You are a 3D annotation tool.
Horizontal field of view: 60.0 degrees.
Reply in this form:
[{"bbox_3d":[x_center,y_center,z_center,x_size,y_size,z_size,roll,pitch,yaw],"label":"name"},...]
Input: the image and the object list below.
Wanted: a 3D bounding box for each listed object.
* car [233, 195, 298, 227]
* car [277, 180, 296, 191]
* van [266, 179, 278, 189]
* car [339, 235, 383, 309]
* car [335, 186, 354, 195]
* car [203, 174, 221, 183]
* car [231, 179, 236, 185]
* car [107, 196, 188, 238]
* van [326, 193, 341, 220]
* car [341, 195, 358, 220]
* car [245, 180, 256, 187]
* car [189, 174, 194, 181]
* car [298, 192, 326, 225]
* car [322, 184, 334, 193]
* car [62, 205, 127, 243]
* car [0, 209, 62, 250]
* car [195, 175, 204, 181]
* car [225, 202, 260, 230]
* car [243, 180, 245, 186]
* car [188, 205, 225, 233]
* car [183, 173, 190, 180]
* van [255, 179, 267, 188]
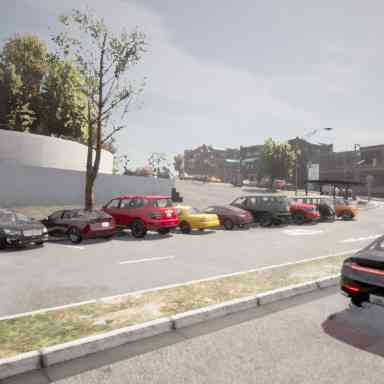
[{"bbox_3d":[4.026,1.263,23.066,5.566,2.045,2.435,-1,-1,35],"label":"car"},{"bbox_3d":[19.494,-0.991,66.536,2.231,1.521,4.892,7,3,35],"label":"car"},{"bbox_3d":[17.735,-1.490,68.899,1.878,1.987,4.442,7,4,35],"label":"van"},{"bbox_3d":[4.925,1.498,6.638,4.902,1.511,2.128,0,0,-35],"label":"car"},{"bbox_3d":[26.391,0.137,56.675,2.002,1.452,4.674,7,3,35],"label":"car"},{"bbox_3d":[5.760,-3.175,86.399,1.946,1.575,5.366,7,3,34],"label":"car"},{"bbox_3d":[10.862,-2.316,78.887,2.002,1.452,4.674,7,3,35],"label":"car"},{"bbox_3d":[-3.330,1.248,17.857,5.566,2.045,2.435,-1,-1,35],"label":"car"},{"bbox_3d":[9.080,1.297,26.439,4.442,1.987,1.878,-1,-1,35],"label":"van"},{"bbox_3d":[11.489,1.404,28.188,4.553,1.767,2.185,-1,-1,35],"label":"car"},{"bbox_3d":[14.434,-1.811,74.103,1.946,1.575,5.366,7,3,35],"label":"car"},{"bbox_3d":[2.117,-3.849,91.126,2.185,1.767,4.553,6,3,34],"label":"car"},{"bbox_3d":[6.540,1.268,24.770,5.566,2.045,2.435,-1,-1,35],"label":"car"},{"bbox_3d":[24.701,-0.425,59.148,2.435,2.045,5.566,7,3,35],"label":"car"},{"bbox_3d":[-5.775,1.525,16.113,4.792,1.488,2.163,-1,-1,35],"label":"car"},{"bbox_3d":[-8.196,1.494,14.367,4.892,1.521,2.231,-1,-1,35],"label":"car"},{"bbox_3d":[3.910,-3.697,88.660,2.435,2.045,5.566,7,3,34],"label":"car"},{"bbox_3d":[1.598,1.549,21.310,4.674,1.452,2.002,-1,-1,35],"label":"car"},{"bbox_3d":[12.603,-2.042,76.424,2.002,1.452,4.674,7,4,35],"label":"car"},{"bbox_3d":[-1.009,1.503,19.683,5.366,1.575,1.946,-1,-1,35],"label":"car"},{"bbox_3d":[0.388,-4.084,93.597,2.185,1.767,4.553,4,1,33],"label":"car"},{"bbox_3d":[16.007,-1.763,71.371,1.878,1.987,4.442,7,4,35],"label":"van"}]
